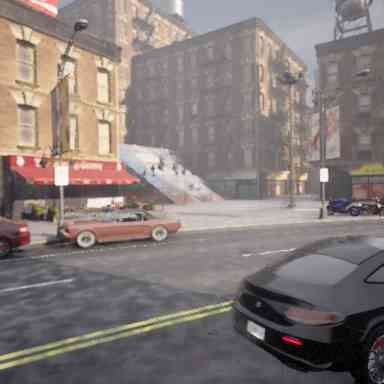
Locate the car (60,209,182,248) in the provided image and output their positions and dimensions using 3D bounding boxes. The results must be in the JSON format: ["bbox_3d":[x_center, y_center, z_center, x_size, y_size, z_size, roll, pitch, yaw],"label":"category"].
[{"bbox_3d":[-2.936,1.401,13.817,4.718,1.301,1.895,-1,1,-25],"label":"car"}]

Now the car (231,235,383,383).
[{"bbox_3d":[2.764,1.395,4.988,4.674,1.442,1.812,-1,1,-28],"label":"car"}]

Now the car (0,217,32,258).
[{"bbox_3d":[-7.773,1.458,10.743,4.674,1.452,2.002,-2,1,-35],"label":"car"}]
